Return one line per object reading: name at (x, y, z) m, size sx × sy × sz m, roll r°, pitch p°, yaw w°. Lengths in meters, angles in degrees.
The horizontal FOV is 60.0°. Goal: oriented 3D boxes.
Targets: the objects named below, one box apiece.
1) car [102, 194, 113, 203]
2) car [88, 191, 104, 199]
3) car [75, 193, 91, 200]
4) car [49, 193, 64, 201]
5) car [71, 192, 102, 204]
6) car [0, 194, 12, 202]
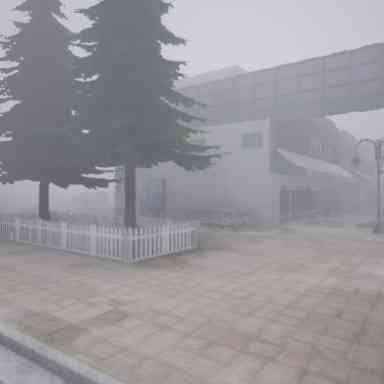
car at (-15.265, 0.895, 53.961) m, size 3.866 × 1.878 × 1.905 m, roll 0°, pitch 0°, yaw 36°
car at (-24.383, 0.790, 84.357) m, size 3.866 × 1.878 × 1.905 m, roll 0°, pitch 0°, yaw 36°
car at (-26.834, 1.071, 82.028) m, size 3.806 × 1.475 × 1.970 m, roll 0°, pitch 0°, yaw 36°
car at (-27.855, 1.040, 67.416) m, size 4.514 × 1.523 × 2.007 m, roll 0°, pitch 0°, yaw 36°
car at (-16.640, 0.917, 51.369) m, size 4.605 × 1.855 × 1.932 m, roll 0°, pitch 0°, yaw 36°
car at (-33.767, 1.061, 59.359) m, size 3.633 × 1.501 × 1.845 m, roll 0°, pitch 0°, yaw 36°
